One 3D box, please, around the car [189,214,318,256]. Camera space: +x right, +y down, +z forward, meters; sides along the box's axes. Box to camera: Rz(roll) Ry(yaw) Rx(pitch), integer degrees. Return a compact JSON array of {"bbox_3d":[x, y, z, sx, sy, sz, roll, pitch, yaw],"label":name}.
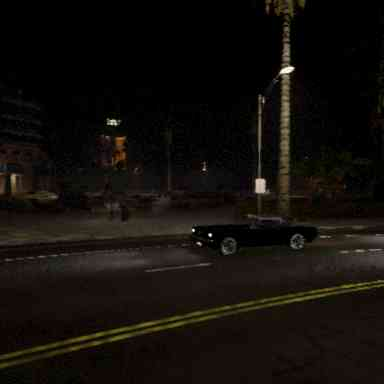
[{"bbox_3d":[2.322,1.531,12.659,4.718,1.301,1.895,0,0,-22],"label":"car"}]
